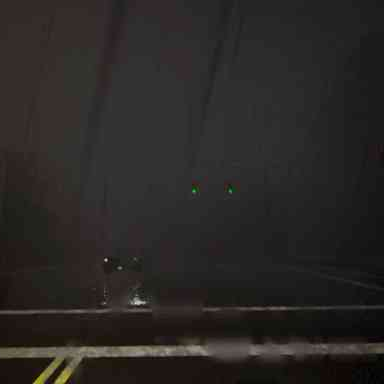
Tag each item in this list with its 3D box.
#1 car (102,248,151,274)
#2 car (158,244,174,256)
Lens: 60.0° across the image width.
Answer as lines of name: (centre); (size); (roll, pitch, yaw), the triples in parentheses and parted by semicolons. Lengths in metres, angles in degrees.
car: (-3.455, 3.723, 18.265); (1.895, 1.301, 4.718); (0, -9, 0)
car: (-3.375, 7.799, 44.585); (1.837, 1.490, 4.892); (0, -8, 0)
